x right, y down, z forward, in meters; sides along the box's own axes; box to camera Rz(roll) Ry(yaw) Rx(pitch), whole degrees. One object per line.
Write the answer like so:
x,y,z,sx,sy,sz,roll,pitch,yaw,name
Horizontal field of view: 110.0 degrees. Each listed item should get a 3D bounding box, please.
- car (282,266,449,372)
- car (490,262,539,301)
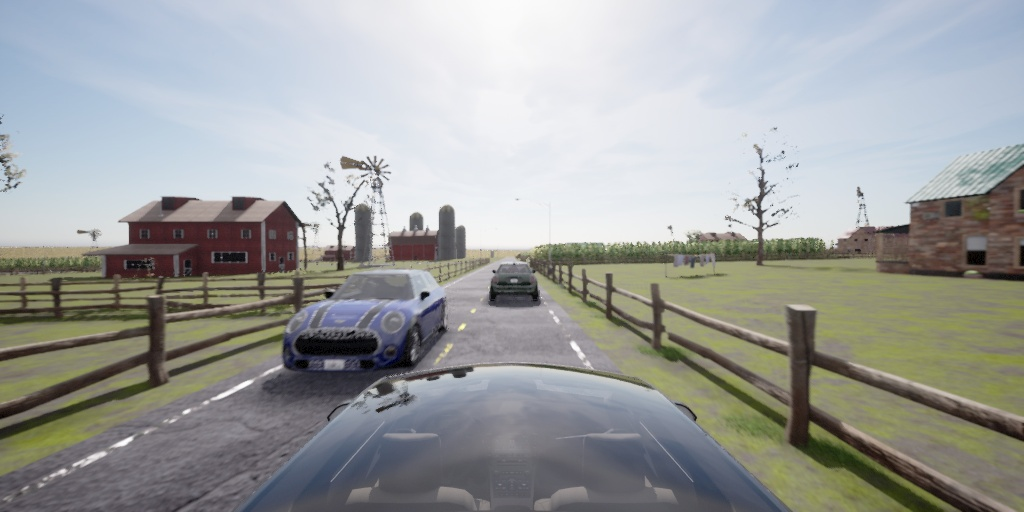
-2.751,1.081,7.785,2.097,1.767,4.553,0,0,0,car
0.092,1.046,17.124,2.097,1.767,4.553,0,0,0,car
